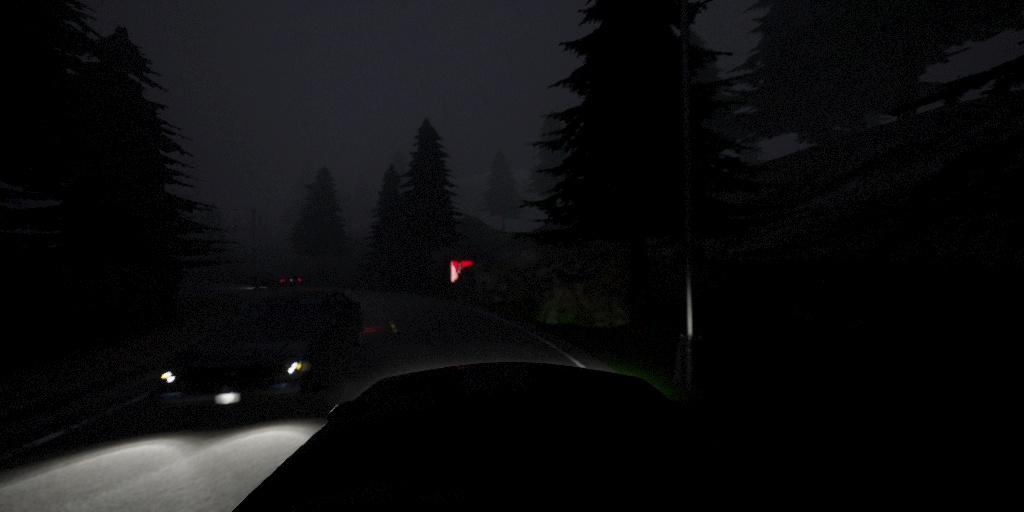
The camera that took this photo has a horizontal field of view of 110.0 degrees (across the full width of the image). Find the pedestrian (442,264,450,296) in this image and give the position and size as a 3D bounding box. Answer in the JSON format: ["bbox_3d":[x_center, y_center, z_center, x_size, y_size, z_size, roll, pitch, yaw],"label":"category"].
[{"bbox_3d":[-3.877,1.382,21.004,0.375,1.860,0.375,0,-1,-39],"label":"pedestrian"}]

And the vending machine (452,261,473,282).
[{"bbox_3d":[-2.764,1.255,20.087,1.100,2.100,0.880,0,0,-37],"label":"vending machine"}]

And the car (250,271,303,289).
[{"bbox_3d":[-19.142,1.962,29.118,5.357,1.411,2.033,-1,-1,34],"label":"car"}]

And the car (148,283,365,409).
[{"bbox_3d":[-4.170,1.433,7.053,2.033,1.411,5.357,0,-1,-14],"label":"car"}]
